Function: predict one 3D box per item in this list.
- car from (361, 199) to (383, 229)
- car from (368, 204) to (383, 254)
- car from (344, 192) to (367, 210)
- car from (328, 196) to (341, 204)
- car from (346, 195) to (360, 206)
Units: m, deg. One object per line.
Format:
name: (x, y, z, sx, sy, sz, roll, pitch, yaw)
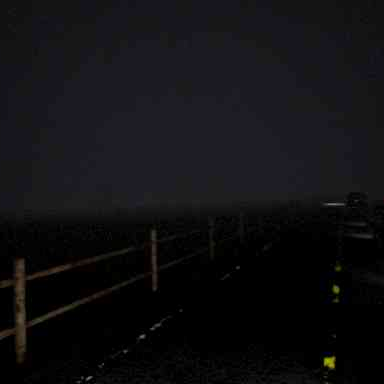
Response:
car: (10.388, 1.357, 17.875, 1.837, 1.490, 4.892, -2, -1, 25)
car: (7.888, 1.383, 12.420, 1.837, 1.490, 4.892, -2, -1, 25)
car: (18.844, 1.014, 38.240, 2.150, 2.045, 5.566, -2, 0, 25)
car: (25.358, 1.375, 59.121, 1.994, 1.385, 4.181, -2, -1, 25)
car: (24.844, 1.228, 51.407, 1.882, 1.535, 5.008, -2, -1, 25)
